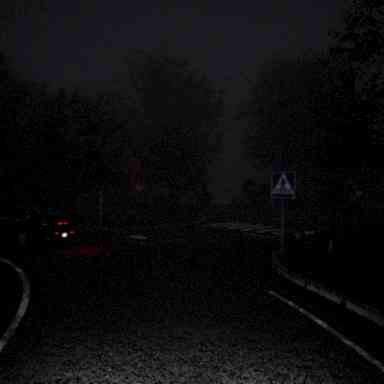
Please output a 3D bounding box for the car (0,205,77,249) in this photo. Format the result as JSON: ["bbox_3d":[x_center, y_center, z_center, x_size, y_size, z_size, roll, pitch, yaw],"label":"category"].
[{"bbox_3d":[-6.900,1.297,13.399,4.892,1.490,1.837,1,-2,26],"label":"car"}]
